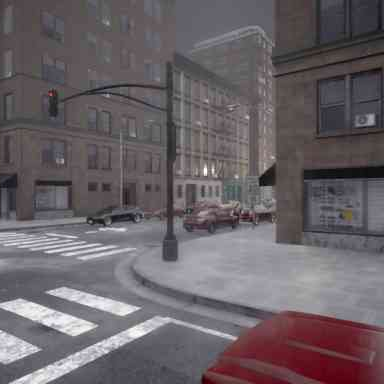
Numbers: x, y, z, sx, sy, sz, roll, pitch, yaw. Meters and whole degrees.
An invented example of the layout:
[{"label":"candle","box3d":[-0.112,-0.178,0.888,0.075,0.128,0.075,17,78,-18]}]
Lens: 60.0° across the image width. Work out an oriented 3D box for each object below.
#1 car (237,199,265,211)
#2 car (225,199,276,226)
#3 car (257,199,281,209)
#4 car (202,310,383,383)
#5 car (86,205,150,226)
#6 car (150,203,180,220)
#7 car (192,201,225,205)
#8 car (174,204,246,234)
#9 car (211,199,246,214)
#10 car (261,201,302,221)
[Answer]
[{"label":"car","box3d":[7.469,1.599,41.531,1.802,1.307,4.206,0,0,36]},{"label":"car","box3d":[4.349,1.411,23.402,1.967,1.590,4.097,0,0,36]},{"label":"car","box3d":[10.683,1.600,46.016,1.802,1.307,4.206,0,0,36]},{"label":"car","box3d":[2.320,1.601,2.034,4.718,1.301,1.895,0,0,36]},{"label":"car","box3d":[-5.389,1.589,23.589,1.947,1.339,4.313,0,0,36]},{"label":"car","box3d":[-2.174,1.603,28.075,1.802,1.307,4.206,0,0,36]},{"label":"car","box3d":[1.040,1.564,32.560,1.887,1.381,4.507,0,0,36]},{"label":"car","box3d":[1.135,1.555,18.916,1.802,1.307,4.206,0,0,36]},{"label":"car","box3d":[4.155,1.543,36.907,1.752,1.417,4.829,0,0,36]},{"label":"car","box3d":[7.664,1.494,28.026,1.752,1.417,4.829,0,0,36]}]
